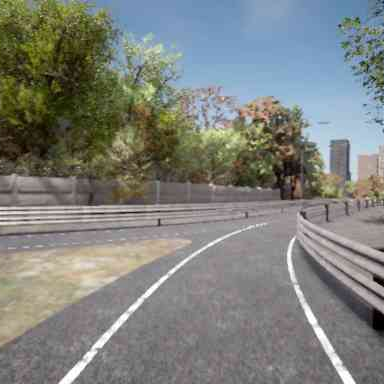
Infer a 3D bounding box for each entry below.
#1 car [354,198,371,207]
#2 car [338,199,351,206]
[{"bbox_3d":[31.048,1.912,61.095,1.994,1.385,4.181,1,0,33],"label":"car"},{"bbox_3d":[30.198,2.024,65.744,1.812,1.442,4.674,1,-1,33],"label":"car"}]
